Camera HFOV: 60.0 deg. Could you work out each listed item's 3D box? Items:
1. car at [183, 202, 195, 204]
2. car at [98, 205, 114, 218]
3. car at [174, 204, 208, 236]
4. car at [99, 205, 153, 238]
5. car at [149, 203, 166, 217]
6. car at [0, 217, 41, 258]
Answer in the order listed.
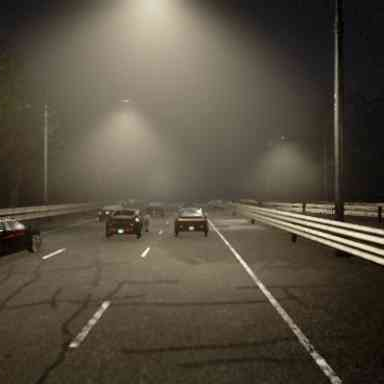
[{"bbox_3d":[-0.367,1.888,36.069,1.837,1.490,4.892,0,-1,-1],"label":"car"},{"bbox_3d":[-7.246,1.874,30.785,2.033,1.411,5.357,0,-1,-1],"label":"car"},{"bbox_3d":[-0.057,1.695,19.748,2.128,1.511,4.902,0,-1,-1],"label":"car"},{"bbox_3d":[-3.544,1.699,18.789,1.837,1.490,4.892,0,-1,-1],"label":"car"},{"bbox_3d":[-3.867,1.875,35.951,2.128,1.511,4.902,0,-1,-1],"label":"car"},{"bbox_3d":[-6.966,1.610,11.485,2.128,1.511,4.902,0,-1,0],"label":"car"}]
